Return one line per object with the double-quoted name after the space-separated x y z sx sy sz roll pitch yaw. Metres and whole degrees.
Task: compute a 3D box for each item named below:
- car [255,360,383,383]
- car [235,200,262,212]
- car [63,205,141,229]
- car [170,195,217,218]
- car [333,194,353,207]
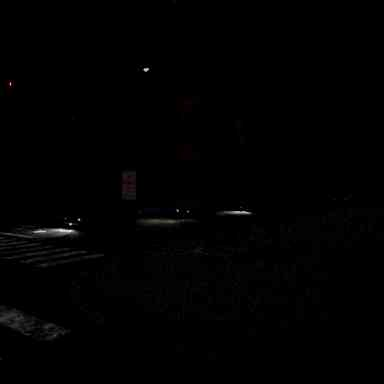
2.143 1.551 1.314 4.403 1.369 2.008 0 0 36 "car"
6.841 1.627 40.237 1.994 1.385 4.181 0 0 35 "car"
-5.836 1.568 22.358 2.033 1.411 5.357 0 0 35 "car"
0.302 1.261 31.033 2.150 2.045 5.566 0 0 34 "car"
24.020 1.347 52.927 2.150 2.045 5.566 0 0 35 "car"
